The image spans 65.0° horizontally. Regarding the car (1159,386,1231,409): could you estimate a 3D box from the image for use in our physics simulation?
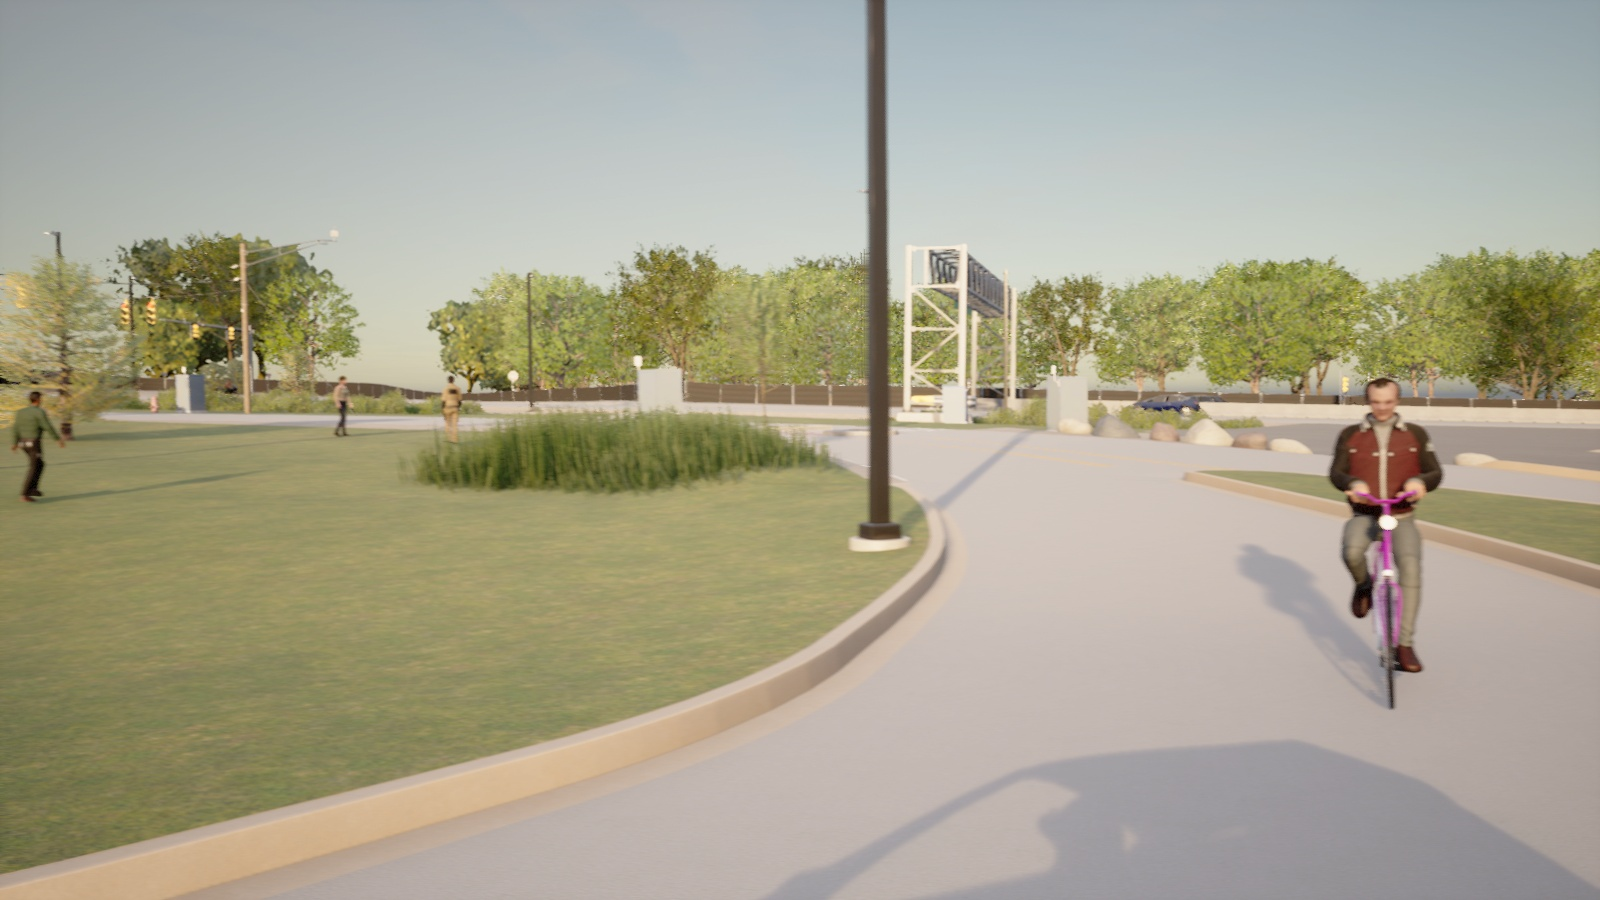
[{"bbox_3d":[29.643,-3.947,94.366,4.856,1.649,2.033,1,3,6],"label":"car"}]

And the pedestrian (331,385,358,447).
[{"bbox_3d":[-13.645,-1.020,37.591,0.594,1.836,0.345,-1,2,13],"label":"pedestrian"}]

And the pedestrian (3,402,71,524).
[{"bbox_3d":[-12.498,0.200,20.592,0.423,1.949,0.788,-1,2,16],"label":"pedestrian"}]

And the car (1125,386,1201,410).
[{"bbox_3d":[24.020,-3.449,83.205,4.792,1.488,2.163,0,3,15],"label":"car"}]

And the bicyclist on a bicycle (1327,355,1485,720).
[{"bbox_3d":[3.358,0.401,7.075,0.659,1.776,1.843,-2,1,23],"label":"bicyclist on a bicycle"}]

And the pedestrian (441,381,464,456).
[{"bbox_3d":[-9.096,-0.830,32.867,0.396,1.930,0.692,-3,3,-26],"label":"pedestrian"}]
